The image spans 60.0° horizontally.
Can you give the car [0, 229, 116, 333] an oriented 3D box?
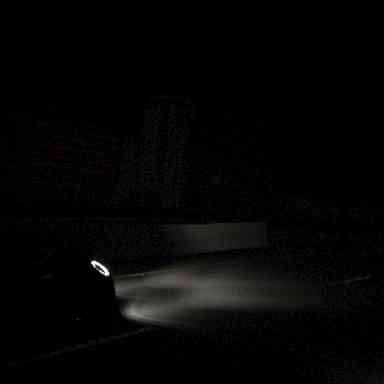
[{"bbox_3d":[-3.612,1.356,5.470,4.553,1.767,2.097,0,0,-36],"label":"car"}]
